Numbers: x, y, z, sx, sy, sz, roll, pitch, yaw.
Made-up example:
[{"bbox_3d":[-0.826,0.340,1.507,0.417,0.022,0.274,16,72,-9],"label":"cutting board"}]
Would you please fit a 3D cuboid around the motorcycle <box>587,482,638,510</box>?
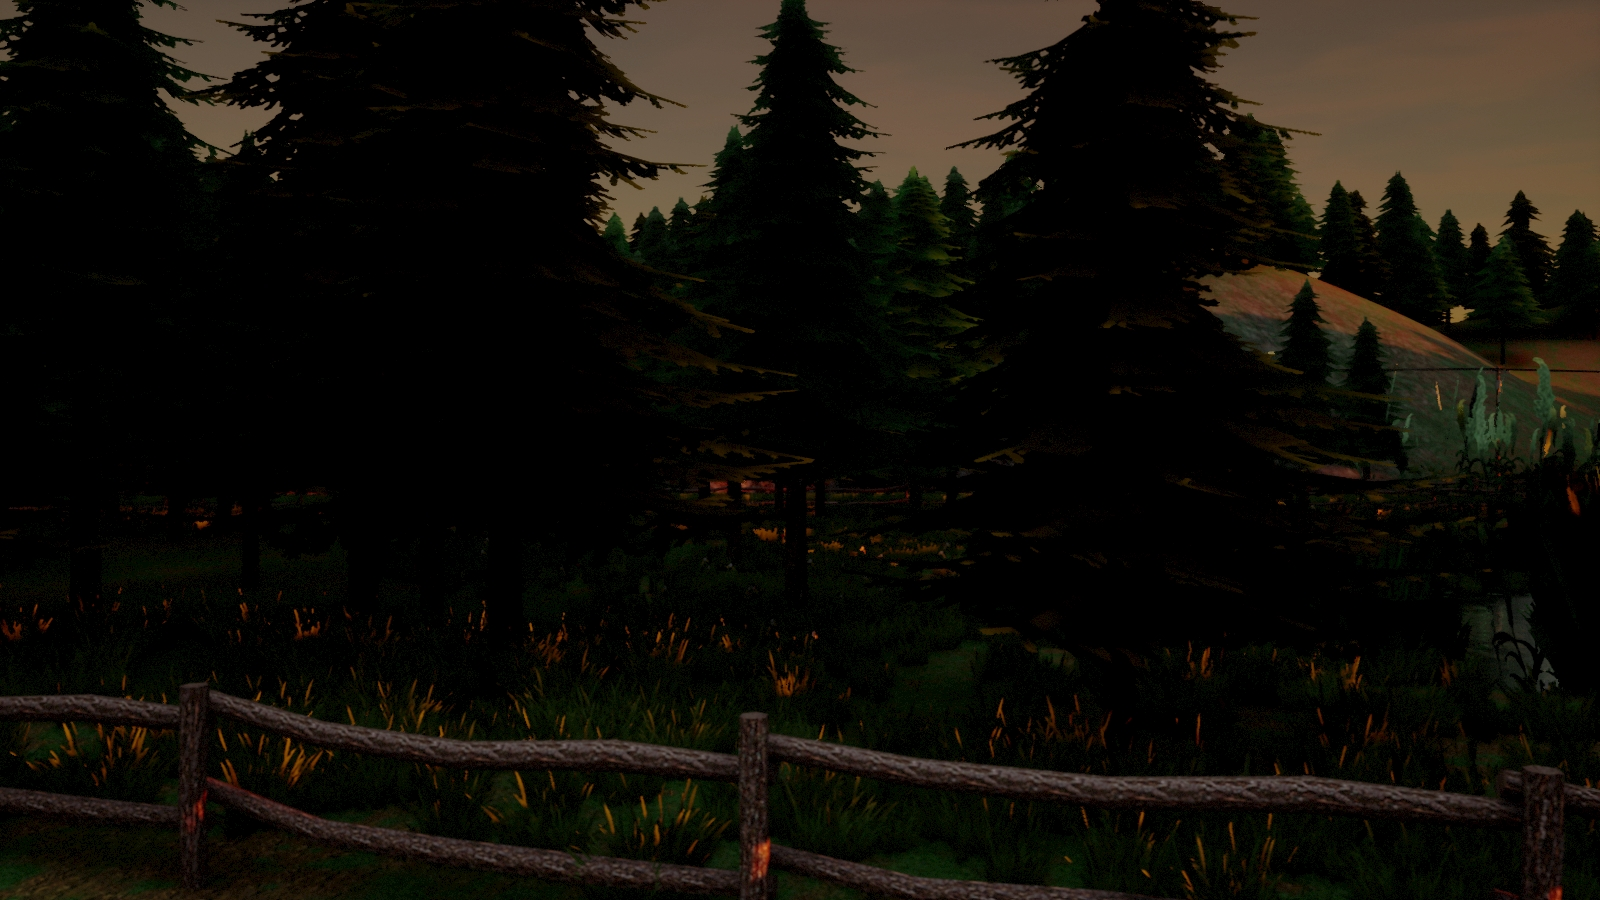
[{"bbox_3d":[-8.887,2.166,54.128,2.209,1.251,0.867,0,0,14],"label":"motorcycle"}]
